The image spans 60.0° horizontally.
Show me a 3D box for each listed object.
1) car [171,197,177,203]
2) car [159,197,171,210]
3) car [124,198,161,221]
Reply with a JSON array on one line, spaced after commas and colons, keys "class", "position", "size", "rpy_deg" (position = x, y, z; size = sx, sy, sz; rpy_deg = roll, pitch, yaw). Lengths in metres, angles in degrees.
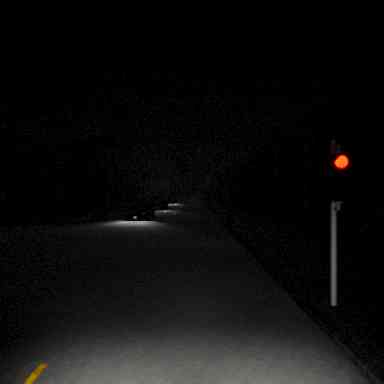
[{"class": "car", "position": [-3.901, 1.545, 64.772], "size": [1.895, 1.301, 4.718], "rpy_deg": [0, 0, 1]}, {"class": "car", "position": [-4.027, 1.490, 41.639], "size": [1.812, 1.442, 4.674], "rpy_deg": [0, 1, 0]}, {"class": "car", "position": [-4.174, 1.523, 27.650], "size": [2.033, 1.411, 5.357], "rpy_deg": [0, 0, 2]}]
